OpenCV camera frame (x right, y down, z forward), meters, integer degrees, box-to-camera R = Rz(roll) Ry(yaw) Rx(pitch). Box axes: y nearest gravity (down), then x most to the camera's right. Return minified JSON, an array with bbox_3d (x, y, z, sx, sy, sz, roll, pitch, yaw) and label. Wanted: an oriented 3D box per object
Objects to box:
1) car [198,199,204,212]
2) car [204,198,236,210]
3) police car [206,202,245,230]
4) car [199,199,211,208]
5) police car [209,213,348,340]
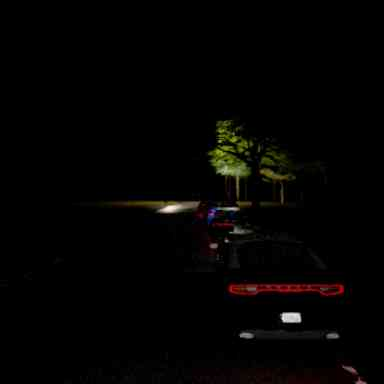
[{"bbox_3d":[1.785,1.821,43.744,2.128,1.511,4.902,-1,0,2],"label":"car"},{"bbox_3d":[2.063,1.416,22.912,2.150,2.045,5.566,-1,0,2],"label":"car"},{"bbox_3d":[1.834,1.573,16.992,1.930,1.638,5.238,-1,0,2],"label":"police car"},{"bbox_3d":[2.206,1.958,58.014,2.033,1.411,5.357,-1,0,2],"label":"car"},{"bbox_3d":[1.425,1.485,6.995,1.930,1.638,5.238,-1,-1,2],"label":"police car"}]
